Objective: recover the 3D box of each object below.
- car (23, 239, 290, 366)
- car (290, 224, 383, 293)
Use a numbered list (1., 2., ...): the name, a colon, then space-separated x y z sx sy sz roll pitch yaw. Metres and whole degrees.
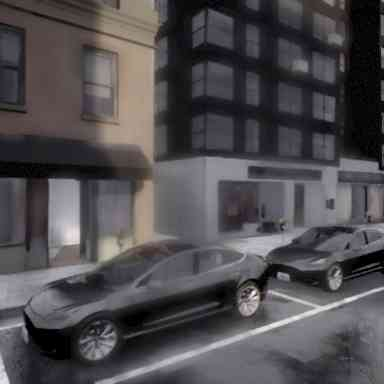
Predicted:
1. car: -0.509 1.574 5.825 4.313 1.339 1.947 0 0 -35
2. car: 3.898 1.588 8.968 4.313 1.339 1.947 0 0 -35
